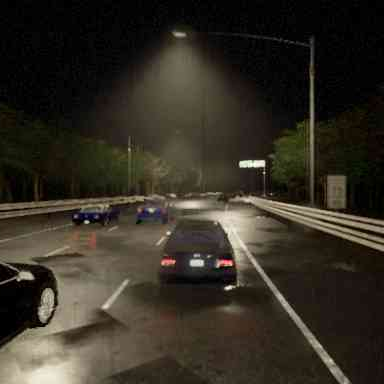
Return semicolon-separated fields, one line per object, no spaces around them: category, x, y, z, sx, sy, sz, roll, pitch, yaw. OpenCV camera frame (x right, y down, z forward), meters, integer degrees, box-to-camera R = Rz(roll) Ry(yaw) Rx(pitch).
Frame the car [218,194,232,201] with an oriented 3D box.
car;6.502;1.226;68.798;1.994;1.385;4.181;0;0;11

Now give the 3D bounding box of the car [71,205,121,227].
car;-6.121;1.493;21.952;1.895;1.301;4.718;0;0;3

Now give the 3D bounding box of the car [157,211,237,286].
car;0.184;1.504;9.390;2.033;1.411;5.357;0;0;2

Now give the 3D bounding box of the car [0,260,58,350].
car;-3.322;1.483;4.024;1.837;1.490;4.892;0;0;1

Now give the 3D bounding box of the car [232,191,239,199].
car;10.493;1.108;87.986;1.994;1.385;4.181;0;0;13

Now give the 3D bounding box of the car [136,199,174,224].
car;-2.492;1.240;23.630;2.097;1.767;4.553;0;0;4
